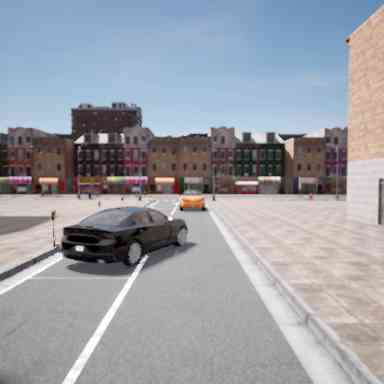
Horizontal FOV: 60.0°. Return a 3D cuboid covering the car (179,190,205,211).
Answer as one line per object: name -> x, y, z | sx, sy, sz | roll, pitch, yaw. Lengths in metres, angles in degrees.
car -> -0.019, 0.589, 28.576 | 2.097, 1.767, 4.553 | 0, 1, -2

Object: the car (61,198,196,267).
car -> -1.818, 1.190, 10.574 | 1.882, 1.535, 5.008 | 1, 2, 23

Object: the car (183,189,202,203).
car -> 0.138, 0.462, 40.048 | 1.812, 1.442, 4.674 | 0, 2, 5
